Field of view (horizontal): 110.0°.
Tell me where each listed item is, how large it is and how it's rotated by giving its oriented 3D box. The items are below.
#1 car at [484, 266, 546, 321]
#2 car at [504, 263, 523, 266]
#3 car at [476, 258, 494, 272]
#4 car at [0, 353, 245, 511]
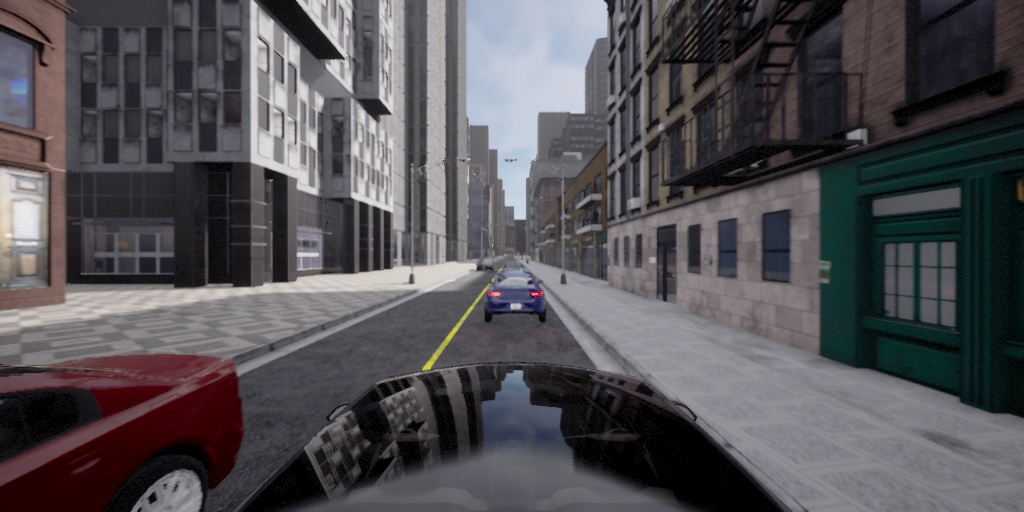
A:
[{"bbox_3d":[0.098,1.214,12.024,1.812,1.442,4.674,0,0,0],"label":"car"},{"bbox_3d":[0.101,1.193,29.766,1.895,1.301,4.718,0,0,-1],"label":"car"},{"bbox_3d":[-3.093,1.006,42.119,1.882,1.535,5.008,0,0,0],"label":"car"},{"bbox_3d":[-3.100,1.233,0.794,1.882,1.535,5.008,0,0,0],"label":"car"}]
